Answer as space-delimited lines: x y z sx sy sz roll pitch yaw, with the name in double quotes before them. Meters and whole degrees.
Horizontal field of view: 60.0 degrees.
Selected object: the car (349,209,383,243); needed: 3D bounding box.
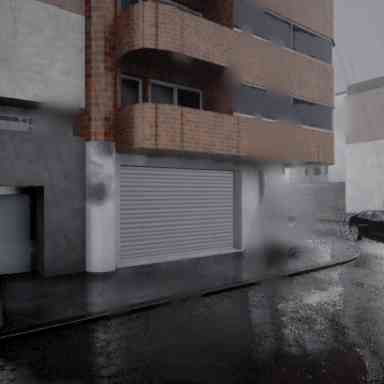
"car" 8.363 1.492 13.870 2.128 1.511 4.902 1 0 1
